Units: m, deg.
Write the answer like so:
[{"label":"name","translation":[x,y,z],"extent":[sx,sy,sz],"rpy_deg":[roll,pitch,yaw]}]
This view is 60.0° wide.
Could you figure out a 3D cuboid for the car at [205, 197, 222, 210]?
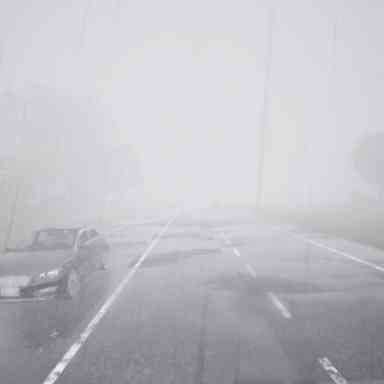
[{"label":"car","translation":[3.274,1.746,48.128],"extent":[1.882,1.535,5.008],"rpy_deg":[-2,0,0]}]

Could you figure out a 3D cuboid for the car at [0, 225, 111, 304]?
[{"label":"car","translation":[-3.561,1.707,8.933],"extent":[2.128,1.511,4.902],"rpy_deg":[-2,0,0]}]

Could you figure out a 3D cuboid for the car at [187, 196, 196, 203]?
[{"label":"car","translation":[-0.411,2.299,95.104],"extent":[1.837,1.490,4.892],"rpy_deg":[-2,0,0]}]

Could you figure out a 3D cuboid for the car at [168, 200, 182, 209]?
[{"label":"car","translation":[-2.824,2.147,57.492],"extent":[1.994,1.385,4.181],"rpy_deg":[-2,0,6]}]
